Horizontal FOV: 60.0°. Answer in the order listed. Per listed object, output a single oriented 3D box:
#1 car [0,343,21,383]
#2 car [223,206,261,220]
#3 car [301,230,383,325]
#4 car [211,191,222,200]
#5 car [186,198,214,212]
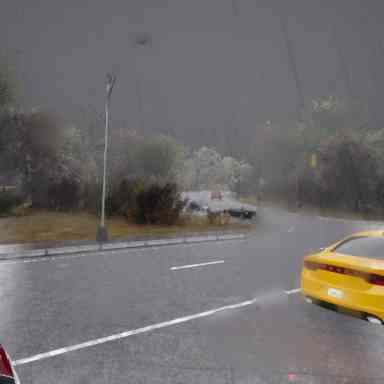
[{"bbox_3d":[-3.217,1.353,1.456,4.553,1.767,2.097,0,0,-35],"label":"car"},{"bbox_3d":[5.122,2.148,34.311,1.895,1.301,4.718,3,-1,-22],"label":"car"},{"bbox_3d":[4.374,1.543,6.873,5.008,1.535,1.882,1,-1,-35],"label":"car"},{"bbox_3d":[5.747,0.743,78.981,2.150,2.045,5.566,2,2,-1],"label":"car"},{"bbox_3d":[1.084,1.880,45.208,2.128,1.511,4.902,2,0,-17],"label":"car"}]
